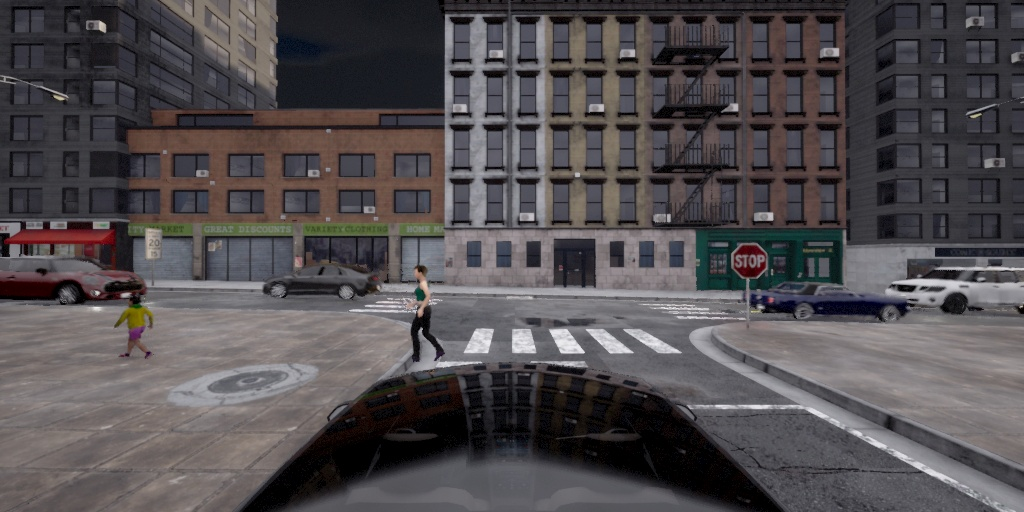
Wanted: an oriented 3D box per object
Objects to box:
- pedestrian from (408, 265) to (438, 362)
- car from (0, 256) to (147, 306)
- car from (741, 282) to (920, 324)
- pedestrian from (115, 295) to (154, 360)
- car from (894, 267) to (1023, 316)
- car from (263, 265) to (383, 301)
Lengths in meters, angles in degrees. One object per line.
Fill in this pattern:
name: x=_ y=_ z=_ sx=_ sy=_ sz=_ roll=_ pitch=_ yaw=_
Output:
pedestrian: x=-1.672 y=1.045 z=6.729 sx=0.375 sy=1.860 sz=0.375 roll=0 pitch=0 yaw=0
car: x=-16.278 y=0.808 z=13.059 sx=4.553 sy=1.767 sz=2.097 roll=1 pitch=0 yaw=0
car: x=11.195 y=1.618 z=12.941 sx=4.718 sy=1.301 sz=1.895 roll=1 pitch=0 yaw=0
pedestrian: x=-6.428 y=1.206 z=6.142 sx=0.500 sy=1.100 sz=0.500 roll=0 pitch=0 yaw=0
car: x=20.100 y=1.480 z=15.857 sx=5.566 sy=2.045 sz=2.150 roll=2 pitch=0 yaw=0
car: x=-8.342 y=1.129 z=15.973 sx=4.892 sy=1.490 sz=1.837 roll=1 pitch=0 yaw=0
